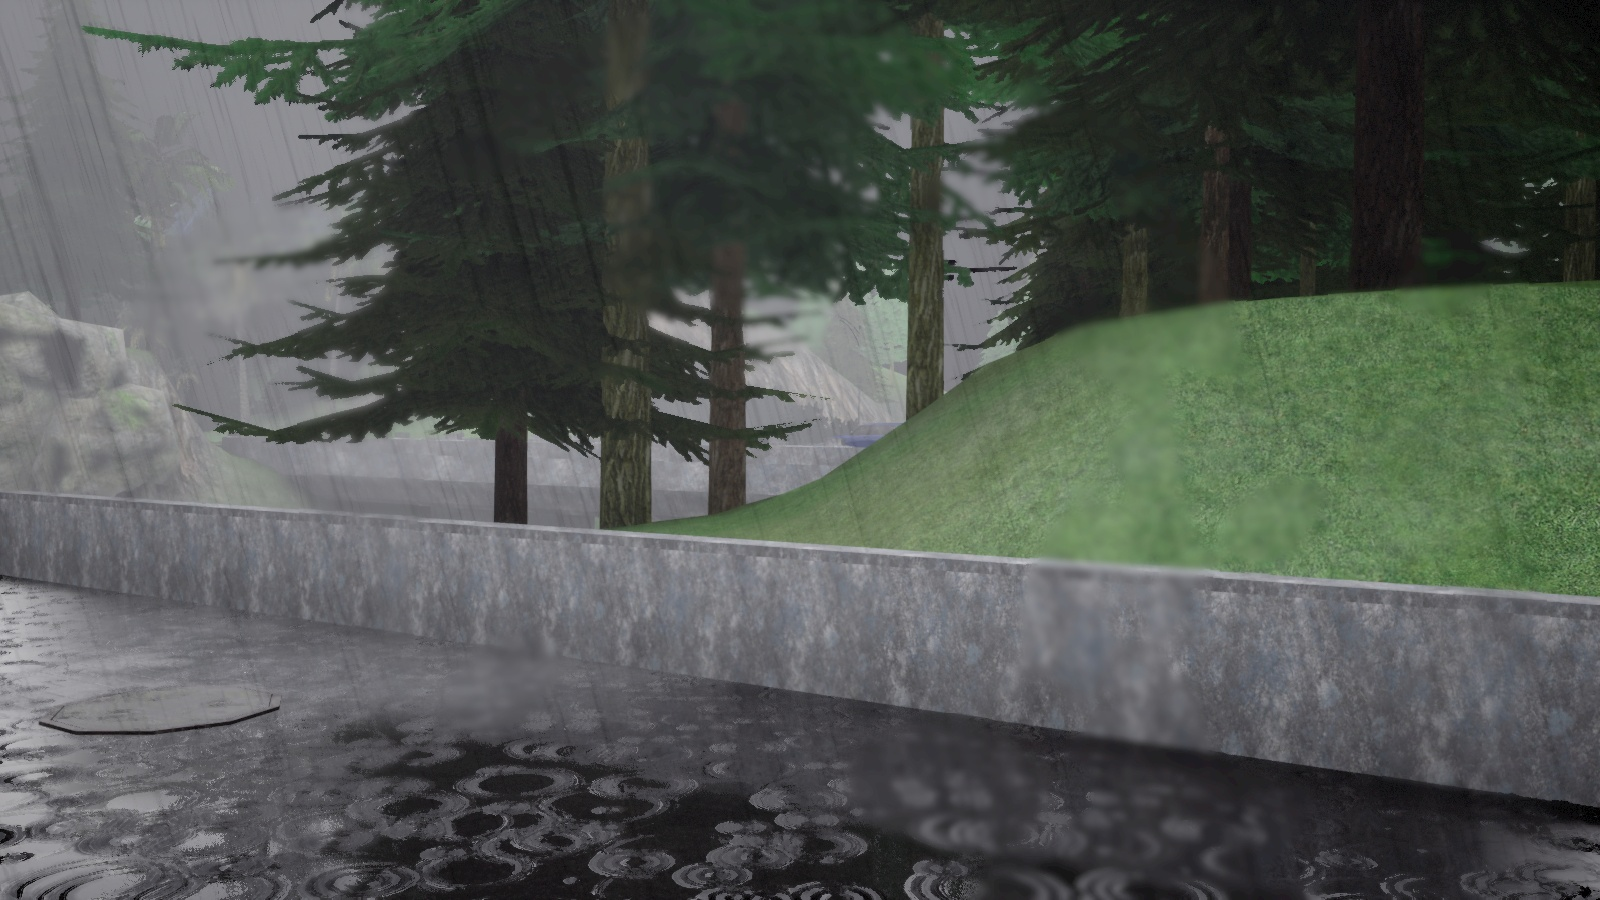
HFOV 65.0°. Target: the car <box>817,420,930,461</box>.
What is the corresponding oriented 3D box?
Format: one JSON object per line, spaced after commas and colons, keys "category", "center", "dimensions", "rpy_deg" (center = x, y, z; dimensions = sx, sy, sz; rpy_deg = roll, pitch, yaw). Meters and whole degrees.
{"category": "car", "center": [3.853, -0.487, 65.921], "dimensions": [5.566, 2.045, 2.150], "rpy_deg": [0, 1, 34]}
